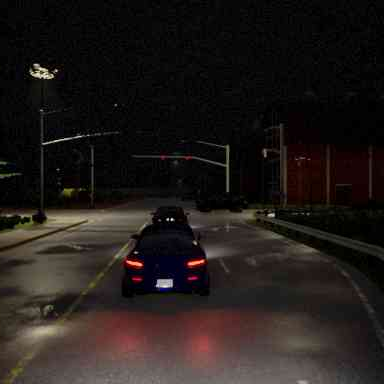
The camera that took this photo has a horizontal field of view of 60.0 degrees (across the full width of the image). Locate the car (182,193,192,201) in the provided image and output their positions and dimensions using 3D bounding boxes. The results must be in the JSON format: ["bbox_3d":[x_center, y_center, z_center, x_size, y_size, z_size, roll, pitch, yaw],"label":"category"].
[{"bbox_3d":[-0.565,1.143,81.638,3.866,1.878,1.905,-3,4,44],"label":"car"}]

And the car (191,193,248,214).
[{"bbox_3d":[3.113,1.245,35.323,5.566,2.045,2.150,0,0,-9],"label":"car"}]

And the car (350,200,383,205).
[{"bbox_3d":[18.809,1.551,36.322,4.674,1.442,1.812,0,0,-2],"label":"car"}]

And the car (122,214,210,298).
[{"bbox_3d":[-0.615,1.526,8.461,1.812,1.442,4.674,0,0,-3],"label":"car"}]

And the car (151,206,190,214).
[{"bbox_3d":[-1.155,1.505,17.707,1.837,1.490,4.892,0,0,-3],"label":"car"}]
